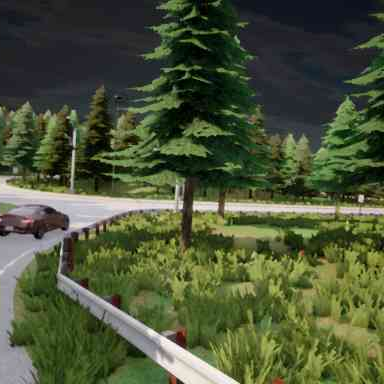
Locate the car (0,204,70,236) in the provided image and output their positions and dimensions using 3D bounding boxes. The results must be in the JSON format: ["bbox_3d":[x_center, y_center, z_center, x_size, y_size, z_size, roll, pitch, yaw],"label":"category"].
[{"bbox_3d":[-7.661,1.334,16.412,1.812,1.442,4.674,4,1,2],"label":"car"}]
